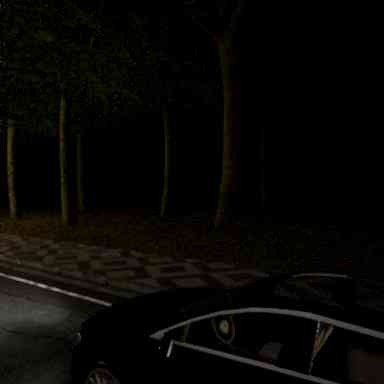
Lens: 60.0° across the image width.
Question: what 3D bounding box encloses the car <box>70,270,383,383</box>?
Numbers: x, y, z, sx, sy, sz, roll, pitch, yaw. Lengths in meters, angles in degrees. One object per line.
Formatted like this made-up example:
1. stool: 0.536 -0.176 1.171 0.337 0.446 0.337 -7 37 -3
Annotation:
1. car: 0.932 1.499 2.897 4.902 1.511 2.128 -1 0 36
